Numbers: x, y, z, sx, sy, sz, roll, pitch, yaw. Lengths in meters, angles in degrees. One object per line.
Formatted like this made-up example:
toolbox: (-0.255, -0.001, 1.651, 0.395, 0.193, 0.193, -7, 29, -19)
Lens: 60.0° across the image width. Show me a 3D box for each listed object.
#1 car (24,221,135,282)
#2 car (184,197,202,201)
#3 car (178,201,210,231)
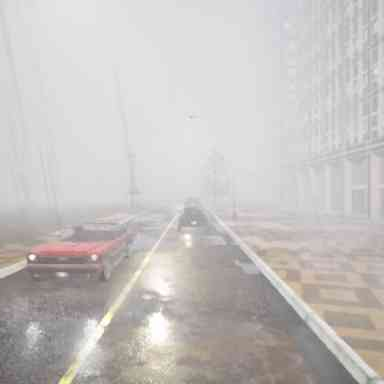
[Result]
car: (-2.997, 1.599, 9.882, 1.895, 1.301, 4.718, 0, 0, 0)
car: (0.112, 1.343, 39.871, 2.097, 1.767, 4.553, 0, 0, 0)
car: (0.105, 1.521, 20.442, 1.812, 1.442, 4.674, 0, 0, 0)
